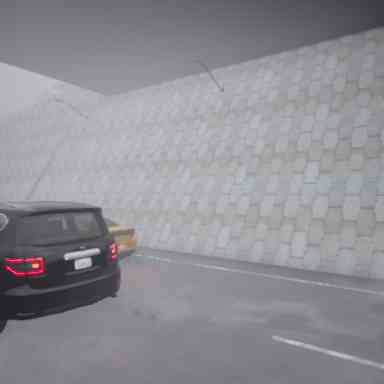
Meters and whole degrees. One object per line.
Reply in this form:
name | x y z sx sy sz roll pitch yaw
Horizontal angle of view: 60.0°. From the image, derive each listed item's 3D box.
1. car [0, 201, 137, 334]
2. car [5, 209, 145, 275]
car | -3.885 1.203 6.755 5.566 2.045 2.150 0 0 35
car | -4.071 1.451 11.184 5.008 1.535 1.882 0 0 35
